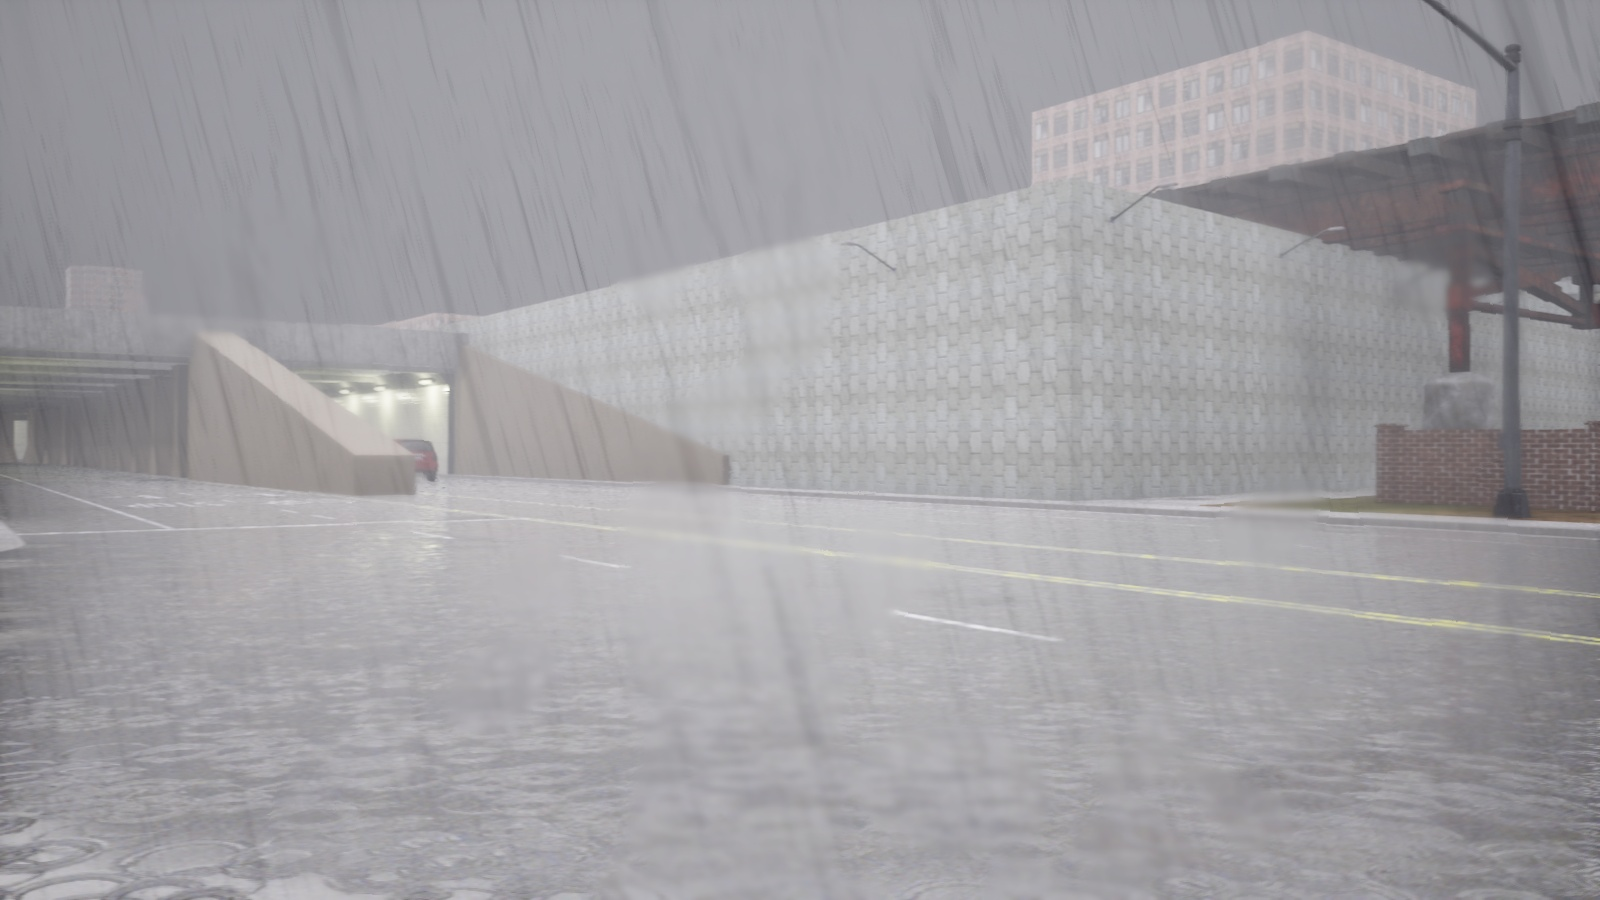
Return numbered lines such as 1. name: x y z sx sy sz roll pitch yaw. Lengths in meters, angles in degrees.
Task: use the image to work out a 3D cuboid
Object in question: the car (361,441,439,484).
1. car: -19.990 0.591 62.564 2.150 2.045 5.566 0 0 -35
